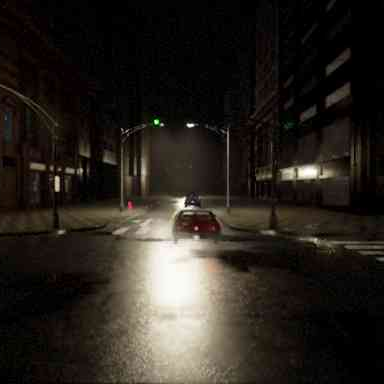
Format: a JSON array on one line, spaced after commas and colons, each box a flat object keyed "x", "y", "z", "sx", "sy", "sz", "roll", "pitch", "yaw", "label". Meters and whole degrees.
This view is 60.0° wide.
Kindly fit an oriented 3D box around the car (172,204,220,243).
[{"x": 0.161, "y": 1.417, "z": 14.946, "sx": 1.895, "sy": 1.301, "sz": 4.718, "roll": 0, "pitch": 1, "yaw": 0, "label": "car"}]

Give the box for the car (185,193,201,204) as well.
[{"x": 0.071, "y": 1.115, "z": 41.676, "sx": 1.994, "sy": 1.385, "sz": 4.181, "roll": 0, "pitch": 1, "yaw": 0, "label": "car"}]
